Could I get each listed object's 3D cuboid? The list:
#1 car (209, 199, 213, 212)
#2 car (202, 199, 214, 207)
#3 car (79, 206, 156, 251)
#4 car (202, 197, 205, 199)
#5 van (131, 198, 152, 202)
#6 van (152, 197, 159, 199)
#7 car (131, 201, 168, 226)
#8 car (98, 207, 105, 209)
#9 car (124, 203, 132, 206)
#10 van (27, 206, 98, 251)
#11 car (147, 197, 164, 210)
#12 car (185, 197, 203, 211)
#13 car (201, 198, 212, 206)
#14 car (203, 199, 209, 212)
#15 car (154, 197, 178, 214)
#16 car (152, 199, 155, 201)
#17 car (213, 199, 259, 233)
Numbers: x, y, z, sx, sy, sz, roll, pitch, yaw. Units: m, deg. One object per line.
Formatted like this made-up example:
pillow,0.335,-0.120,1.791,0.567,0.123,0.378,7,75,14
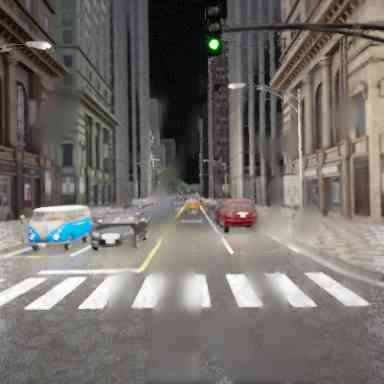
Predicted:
car,2.749,1.431,25.784,2.192,1.841,5.009,-1,0,0
car,2.760,1.953,58.425,1.802,1.307,4.206,-1,0,0
car,-3.109,1.631,15.093,2.128,1.511,4.902,-1,0,0
car,2.756,1.768,52.986,1.967,1.590,4.097,-1,0,0
van,-5.773,1.693,36.658,1.690,1.788,3.998,-1,0,0
van,-5.771,1.778,47.540,1.690,1.788,3.998,-1,0,0
car,-3.106,1.721,25.238,1.837,1.490,4.892,-1,0,0
car,-5.774,1.666,20.334,1.967,1.590,4.097,-1,0,0
car,-5.771,1.811,25.774,1.887,1.381,4.507,-1,0,0
van,-5.776,1.526,14.894,1.690,1.788,3.998,-1,0,0
car,-5.770,1.794,52.982,2.192,1.841,5.009,-1,0,0
car,0.092,1.792,45.215,1.882,1.535,5.008,-1,0,0
car,2.760,1.958,63.866,1.887,1.381,4.507,-1,0,0
car,2.756,1.794,42.104,2.008,1.369,4.403,-1,0,0
car,-3.089,1.806,39.680,1.882,1.535,5.008,-1,0,0
car,-5.768,1.939,42.097,1.887,1.381,4.507,-1,0,0
car,2.748,1.389,20.343,2.192,1.841,5.009,-1,0,0
